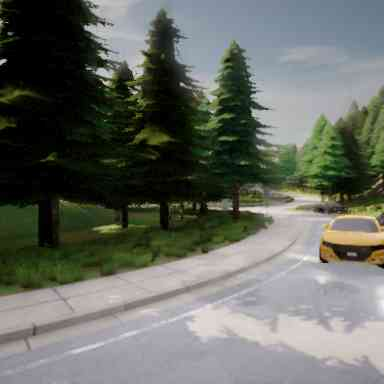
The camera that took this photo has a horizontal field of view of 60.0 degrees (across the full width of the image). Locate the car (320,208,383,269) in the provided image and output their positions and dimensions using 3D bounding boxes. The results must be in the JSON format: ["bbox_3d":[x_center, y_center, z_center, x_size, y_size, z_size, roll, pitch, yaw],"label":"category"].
[{"bbox_3d":[5.814,1.544,11.776,1.882,1.535,5.008,-1,-1,29],"label":"car"}]

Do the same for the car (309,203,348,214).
[{"bbox_3d":[14.818,1.823,36.403,1.895,1.301,4.718,0,-1,-10],"label":"car"}]
